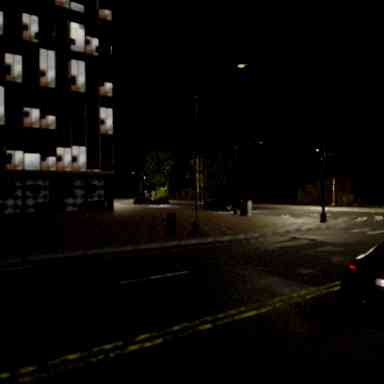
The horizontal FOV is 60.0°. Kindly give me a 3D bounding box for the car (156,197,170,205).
[{"bbox_3d":[-6.202,1.750,63.605,2.033,1.411,5.357,-1,0,-33],"label":"car"}]

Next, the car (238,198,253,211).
[{"bbox_3d":[6.026,1.532,44.664,2.097,1.767,4.553,-1,0,-33],"label":"car"}]

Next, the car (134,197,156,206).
[{"bbox_3d":[-9.347,1.732,62.476,2.128,1.511,4.902,-1,0,-33],"label":"car"}]

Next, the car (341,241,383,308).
[{"bbox_3d":[5.050,1.597,7.054,4.181,1.385,1.994,0,0,-36],"label":"car"}]

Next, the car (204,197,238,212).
[{"bbox_3d":[3.340,1.742,42.833,1.812,1.442,4.674,-1,0,-33],"label":"car"}]
